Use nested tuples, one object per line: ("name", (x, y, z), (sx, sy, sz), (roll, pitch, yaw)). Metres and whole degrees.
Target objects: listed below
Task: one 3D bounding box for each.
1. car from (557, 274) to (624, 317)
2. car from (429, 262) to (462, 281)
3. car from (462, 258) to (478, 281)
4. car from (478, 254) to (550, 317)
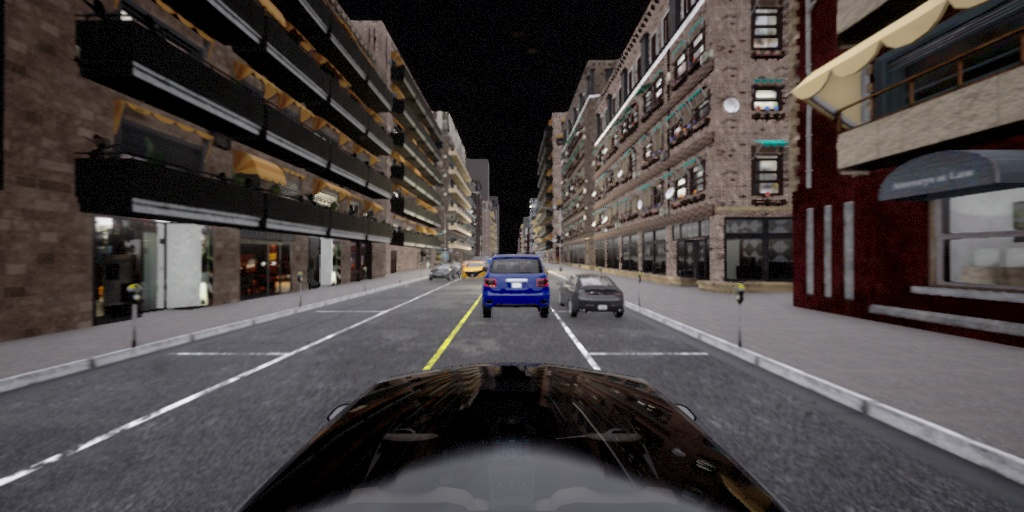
("car", (2.688, 1.293, 12.825), (2.007, 1.370, 4.403), (0, 0, 0))
("car", (-5.694, 1.279, 29.737), (2.007, 1.370, 4.403), (0, 0, 0))
("car", (-3.093, 1.206, 30.491), (1.882, 1.535, 5.008), (0, 0, 0))
("car", (0.090, 0.963, 13.263), (2.150, 2.045, 5.566), (0, 0, -1))
